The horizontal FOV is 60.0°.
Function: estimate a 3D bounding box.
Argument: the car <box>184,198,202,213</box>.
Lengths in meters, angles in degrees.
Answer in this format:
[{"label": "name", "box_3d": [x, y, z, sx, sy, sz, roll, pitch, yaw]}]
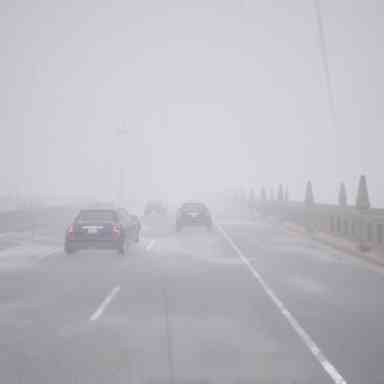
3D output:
[{"label": "car", "box_3d": [0.094, 1.509, 38.875, 1.882, 1.535, 5.008, 0, 0, 0]}]

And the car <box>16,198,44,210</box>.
[{"label": "car", "box_3d": [-21.024, 1.543, 43.418, 1.837, 1.490, 4.892, 0, -1, 0]}]

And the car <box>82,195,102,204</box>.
[{"label": "car", "box_3d": [-17.492, 1.296, 58.546, 2.128, 1.511, 4.902, 0, 0, 0]}]

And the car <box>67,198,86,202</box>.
[{"label": "car", "box_3d": [-14.036, 1.511, 40.669, 1.882, 1.535, 5.008, 0, 0, 1]}]

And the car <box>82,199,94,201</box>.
[{"label": "car", "box_3d": [-6.896, 1.522, 26.168, 1.837, 1.490, 4.892, 0, 0, 0]}]

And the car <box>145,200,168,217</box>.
[{"label": "car", "box_3d": [-3.396, 1.528, 31.710, 1.837, 1.490, 4.892, 0, 0, 0]}]

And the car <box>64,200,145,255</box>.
[{"label": "car", "box_3d": [-3.398, 1.356, 13.515, 2.097, 1.767, 4.553, 0, 0, 0]}]

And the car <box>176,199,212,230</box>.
[{"label": "car", "box_3d": [0.104, 1.363, 21.050, 2.097, 1.767, 4.553, 0, 0, 0]}]
